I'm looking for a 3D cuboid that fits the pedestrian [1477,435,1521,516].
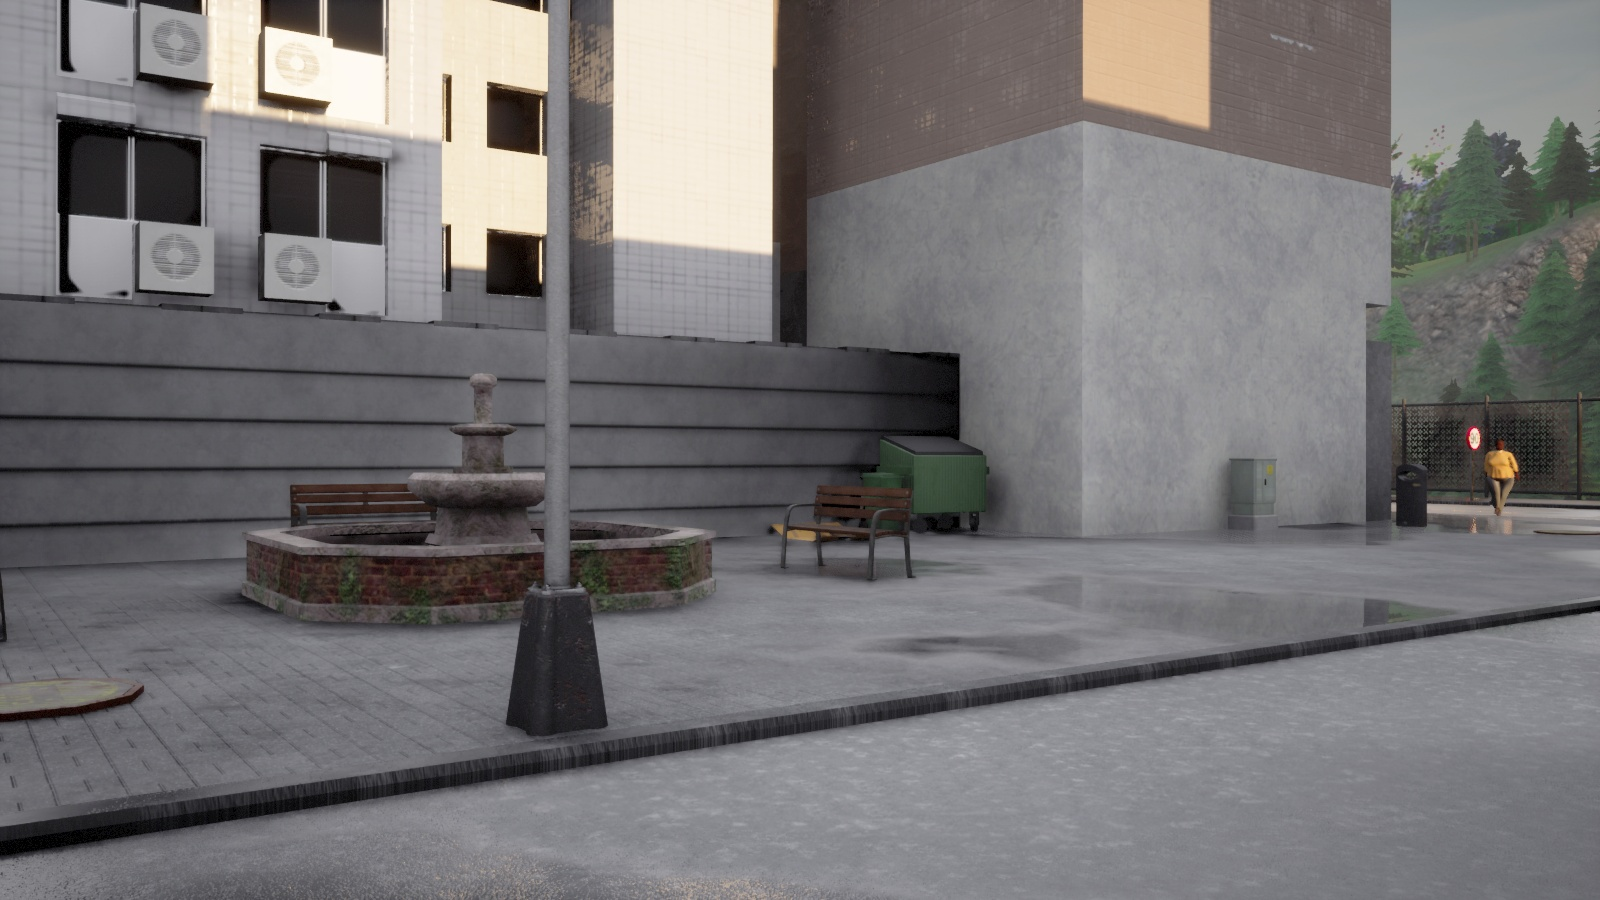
[{"bbox_3d":[16.433,0.587,29.533,0.874,1.855,0.900,0,0,29],"label":"pedestrian"}]
